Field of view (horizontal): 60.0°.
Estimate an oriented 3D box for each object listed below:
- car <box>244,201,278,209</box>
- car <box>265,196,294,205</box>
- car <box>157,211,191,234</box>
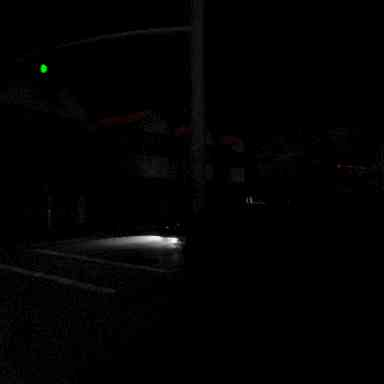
[{"bbox_3d":[5.663,1.873,29.731,1.837,1.490,4.892,-1,0,35],"label":"car"},{"bbox_3d":[15.353,1.756,58.898,2.150,2.045,5.566,0,-1,-39],"label":"car"},{"bbox_3d":[-0.326,1.909,21.156,1.994,1.385,4.181,-1,-1,35],"label":"car"}]
